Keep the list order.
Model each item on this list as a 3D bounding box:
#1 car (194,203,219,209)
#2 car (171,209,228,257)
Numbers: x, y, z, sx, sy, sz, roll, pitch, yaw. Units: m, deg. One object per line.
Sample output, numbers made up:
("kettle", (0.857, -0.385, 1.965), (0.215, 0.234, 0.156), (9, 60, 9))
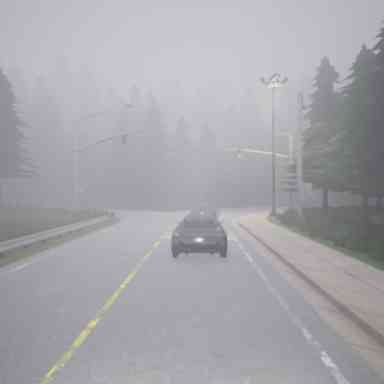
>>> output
("car", (1.151, 1.523, 26.554), (1.994, 1.385, 4.181), (0, 0, 10))
("car", (0.298, 1.541, 12.857), (1.994, 1.385, 4.181), (0, 0, 2))
